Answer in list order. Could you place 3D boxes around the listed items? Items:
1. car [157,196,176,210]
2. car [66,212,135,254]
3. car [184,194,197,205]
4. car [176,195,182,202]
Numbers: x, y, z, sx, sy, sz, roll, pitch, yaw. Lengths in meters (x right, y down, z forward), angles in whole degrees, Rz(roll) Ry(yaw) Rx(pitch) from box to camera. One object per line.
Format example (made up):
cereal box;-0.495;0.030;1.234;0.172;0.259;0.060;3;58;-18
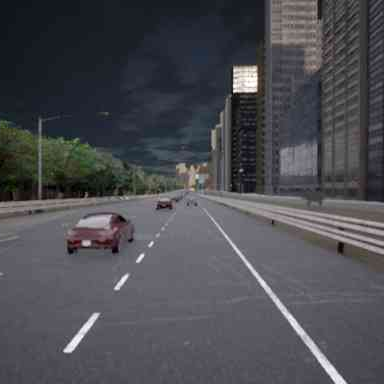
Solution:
car;-3.599;1.536;44.825;1.882;1.535;5.008;0;0;0
car;-3.509;1.532;13.357;1.812;1.442;4.674;0;0;0
car;-0.065;1.646;60.939;2.033;1.411;5.357;0;0;0
car;-3.795;1.649;76.919;1.837;1.490;4.892;0;0;0
